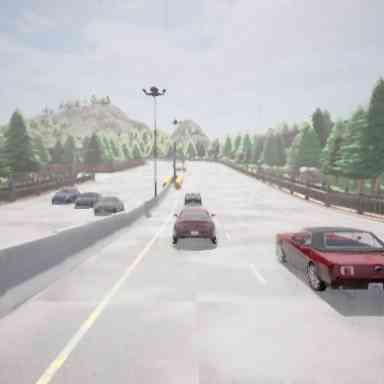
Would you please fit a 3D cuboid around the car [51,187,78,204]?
[{"bbox_3d":[-14.069,0.337,37.484,2.097,1.767,4.553,0,5,0],"label":"car"}]

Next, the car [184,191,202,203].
[{"bbox_3d":[0.112,0.580,37.581,1.895,1.301,4.718,0,5,0],"label":"car"}]

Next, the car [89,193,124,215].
[{"bbox_3d":[-7.082,1.099,28.763,1.812,1.442,4.674,0,3,0],"label":"car"}]

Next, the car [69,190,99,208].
[{"bbox_3d":[-10.572,0.742,34.310,1.837,1.490,4.892,0,4,0],"label":"car"}]

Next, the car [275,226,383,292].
[{"bbox_3d":[3.603,1.550,8.726,1.895,1.301,4.718,0,0,0],"label":"car"}]

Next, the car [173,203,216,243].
[{"bbox_3d":[0.106,1.438,15.380,1.812,1.442,4.674,0,0,0],"label":"car"}]
